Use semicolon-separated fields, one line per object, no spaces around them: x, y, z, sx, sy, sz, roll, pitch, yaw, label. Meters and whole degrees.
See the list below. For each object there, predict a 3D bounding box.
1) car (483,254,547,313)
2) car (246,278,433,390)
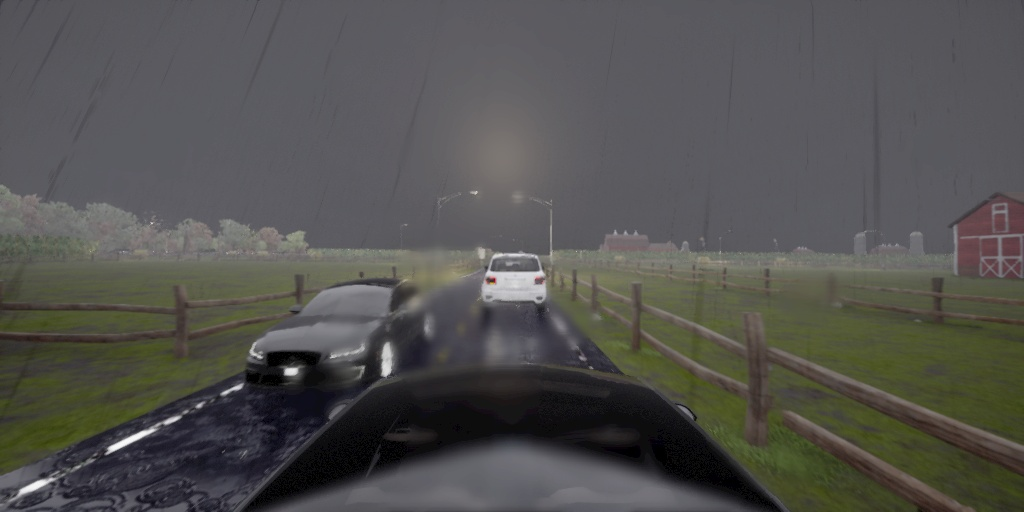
0.103;0.928;13.909;2.150;2.045;5.566;0;0;0;car
-2.849;1.236;7.066;1.837;1.490;4.892;0;0;0;car
